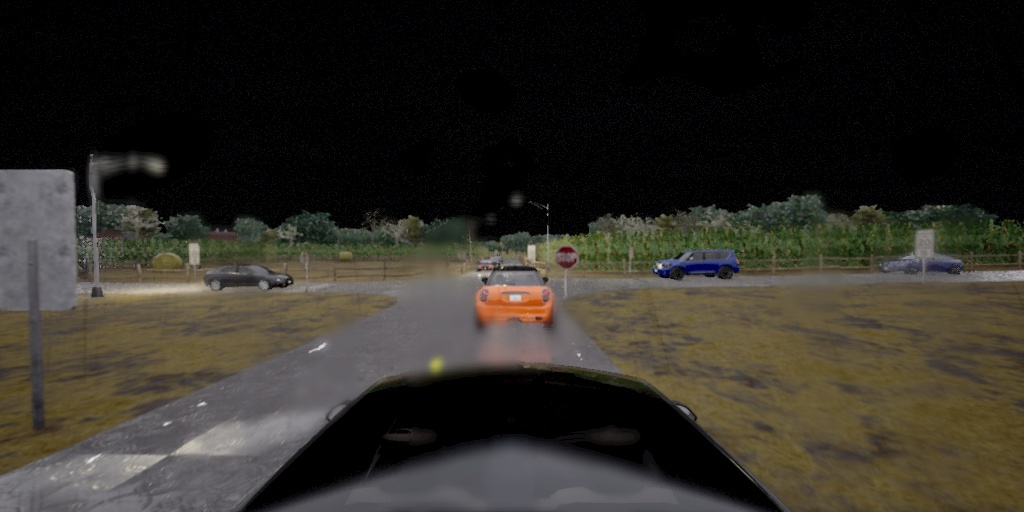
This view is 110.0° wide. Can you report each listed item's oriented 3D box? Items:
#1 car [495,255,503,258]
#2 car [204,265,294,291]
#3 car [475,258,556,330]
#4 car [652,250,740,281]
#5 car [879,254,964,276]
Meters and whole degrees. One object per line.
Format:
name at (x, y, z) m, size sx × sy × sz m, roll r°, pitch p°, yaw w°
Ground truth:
car at (-2.793, 0.887, 57.488) m, size 1.837 × 1.490 × 4.892 m, roll 0°, pitch 0°, yaw 1°
car at (-16.174, 1.339, 22.214) m, size 4.892 × 1.490 × 1.837 m, roll 0°, pitch 1°, yaw 0°
car at (0.090, 1.064, 11.169) m, size 2.097 × 1.767 × 4.553 m, roll 0°, pitch 0°, yaw 0°
car at (12.807, 0.607, 25.072) m, size 5.566 × 2.045 × 2.150 m, roll -1°, pitch 1°, yaw -1°
car at (28.589, 0.603, 25.071) m, size 4.674 × 1.442 × 1.812 m, roll -1°, pitch 1°, yaw 0°
